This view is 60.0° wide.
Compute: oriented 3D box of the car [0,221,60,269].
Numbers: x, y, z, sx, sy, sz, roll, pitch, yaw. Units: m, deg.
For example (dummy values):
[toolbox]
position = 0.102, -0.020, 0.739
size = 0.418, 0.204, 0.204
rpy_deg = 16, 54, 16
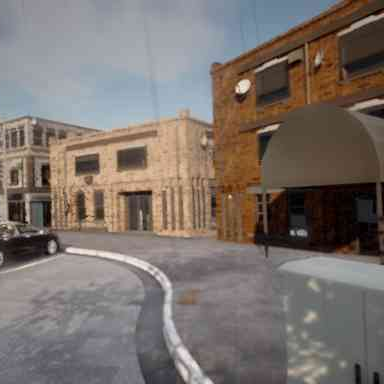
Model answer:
[car]
position = -6.974, 1.856, 12.523
size = 2.231, 1.521, 4.892
rpy_deg = -1, -2, 12
